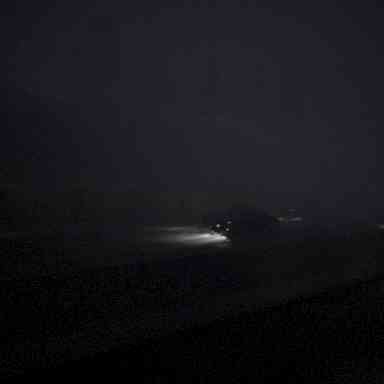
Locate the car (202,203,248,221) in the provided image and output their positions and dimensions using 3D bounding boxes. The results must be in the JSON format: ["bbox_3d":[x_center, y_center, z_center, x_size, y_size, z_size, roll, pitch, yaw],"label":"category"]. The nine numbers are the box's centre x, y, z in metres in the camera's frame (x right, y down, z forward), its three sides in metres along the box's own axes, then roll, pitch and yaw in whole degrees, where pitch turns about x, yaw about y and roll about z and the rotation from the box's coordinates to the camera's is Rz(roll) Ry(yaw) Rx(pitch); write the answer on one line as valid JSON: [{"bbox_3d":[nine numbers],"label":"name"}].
[{"bbox_3d":[2.993,1.566,23.315,5.008,1.535,1.882,0,0,-35],"label":"car"}]

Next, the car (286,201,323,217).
[{"bbox_3d":[10.961,1.634,33.187,5.008,1.535,1.882,1,0,-35],"label":"car"}]

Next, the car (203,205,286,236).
[{"bbox_3d":[3.037,1.639,19.044,4.181,1.385,1.994,0,0,-35],"label":"car"}]
